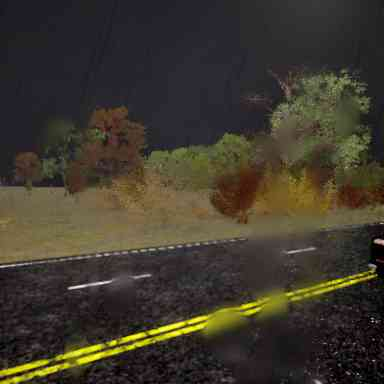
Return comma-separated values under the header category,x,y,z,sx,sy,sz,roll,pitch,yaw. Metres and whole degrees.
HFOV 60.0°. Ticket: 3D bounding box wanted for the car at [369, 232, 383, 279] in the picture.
category,x,y,z,sx,sy,sz,roll,pitch,yaw
car,5.959,1.250,7.570,4.902,1.511,2.128,0,3,-35
